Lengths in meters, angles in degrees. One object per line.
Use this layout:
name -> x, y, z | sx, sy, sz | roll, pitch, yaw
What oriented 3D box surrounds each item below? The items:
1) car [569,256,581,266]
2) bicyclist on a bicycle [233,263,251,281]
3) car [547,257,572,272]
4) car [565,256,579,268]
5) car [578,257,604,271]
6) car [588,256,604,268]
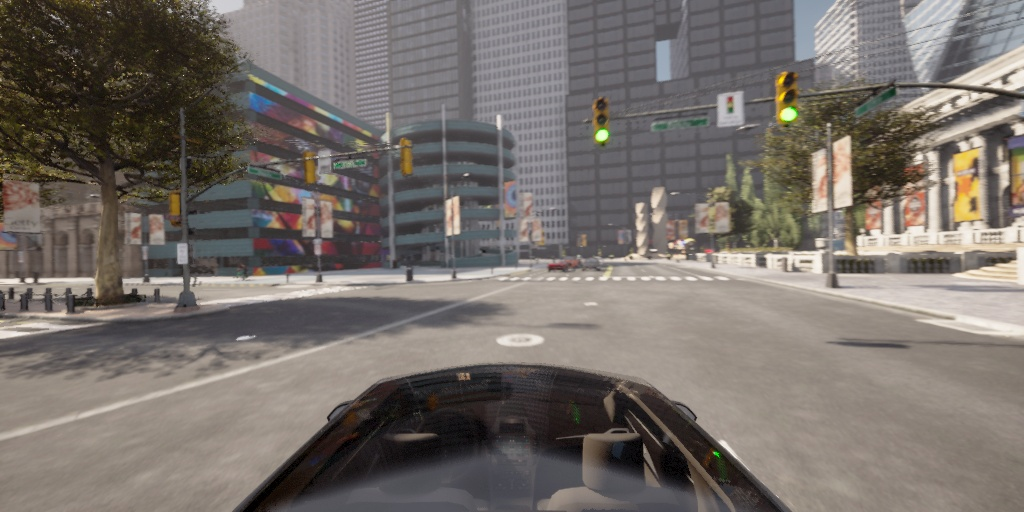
car -> 10.235, 0.822, 58.141 | 1.812, 1.442, 4.674 | -1, 0, 10
bicyclist on a bicycle -> -25.042, 1.505, 33.300 | 0.582, 1.620, 1.656 | -1, 1, 16
car -> 5.166, 1.085, 39.792 | 1.895, 1.301, 4.718 | -1, 0, 17
car -> 7.643, 0.746, 48.228 | 2.097, 1.767, 4.553 | -1, 0, 16
car -> 8.892, 0.902, 40.075 | 1.837, 1.490, 4.892 | -1, 0, 16
car -> 11.493, 0.829, 48.900 | 1.812, 1.442, 4.674 | -1, 0, 16
